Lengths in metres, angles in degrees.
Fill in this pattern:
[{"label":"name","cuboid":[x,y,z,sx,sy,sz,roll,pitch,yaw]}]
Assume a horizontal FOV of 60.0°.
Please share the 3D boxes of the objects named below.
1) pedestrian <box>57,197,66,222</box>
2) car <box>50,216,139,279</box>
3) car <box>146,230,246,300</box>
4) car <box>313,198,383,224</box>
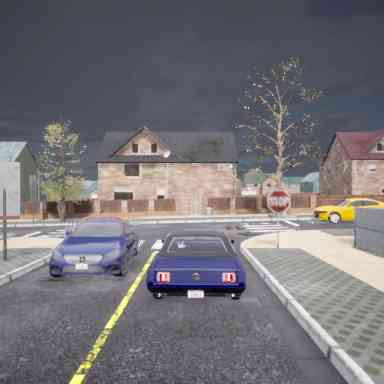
[{"label":"pedestrian","cuboid":[-9.641,1.258,24.560,0.375,1.860,0.375,0,2,0]},{"label":"car","cuboid":[-2.723,1.524,10.263,1.812,1.442,4.674,1,0,-2]},{"label":"car","cuboid":[0.144,1.600,8.372,1.895,1.301,4.718,0,0,2]},{"label":"car","cuboid":[10.511,1.162,21.677,5.008,1.535,1.882,-1,1,0]}]
